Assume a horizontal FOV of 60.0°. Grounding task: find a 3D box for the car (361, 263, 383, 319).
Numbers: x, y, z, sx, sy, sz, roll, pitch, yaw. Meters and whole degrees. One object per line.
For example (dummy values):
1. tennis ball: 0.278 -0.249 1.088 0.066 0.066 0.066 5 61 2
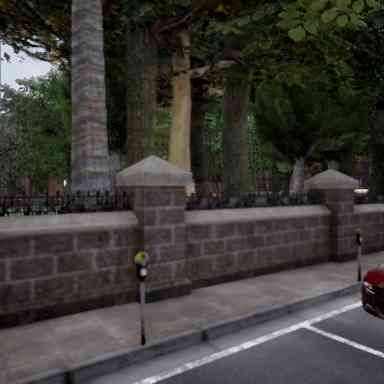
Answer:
1. car: 5.019 1.574 6.397 4.507 1.381 1.887 0 -1 -35
